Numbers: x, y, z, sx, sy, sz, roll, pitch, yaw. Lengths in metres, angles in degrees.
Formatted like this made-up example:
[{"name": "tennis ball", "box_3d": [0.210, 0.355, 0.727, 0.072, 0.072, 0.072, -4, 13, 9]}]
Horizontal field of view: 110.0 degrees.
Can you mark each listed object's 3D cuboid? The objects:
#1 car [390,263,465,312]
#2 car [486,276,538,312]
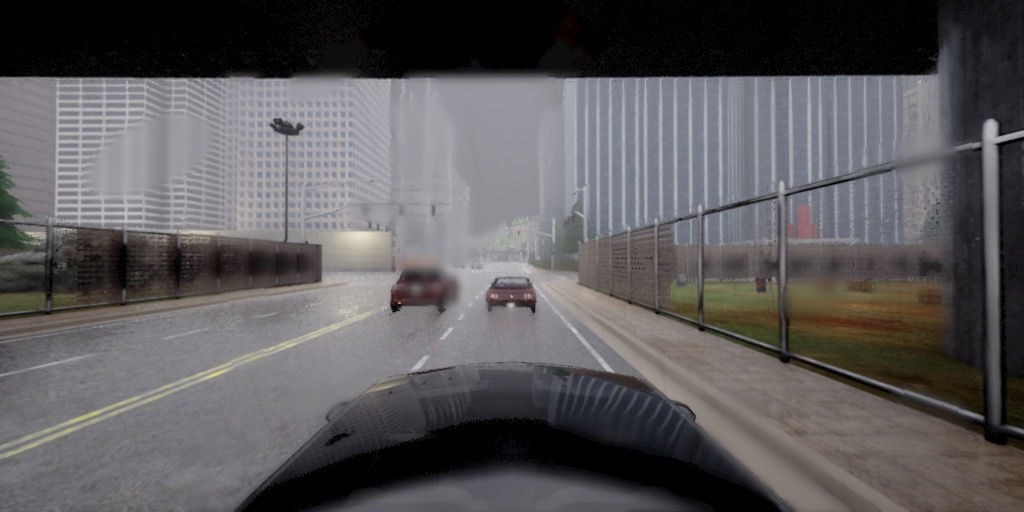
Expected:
[{"name": "car", "box_3d": [-3.485, 1.252, 15.253, 2.097, 1.767, 4.553, 0, -1, 0]}, {"name": "car", "box_3d": [0.012, 1.500, 15.072, 1.895, 1.301, 4.718, 0, -1, 0]}]
